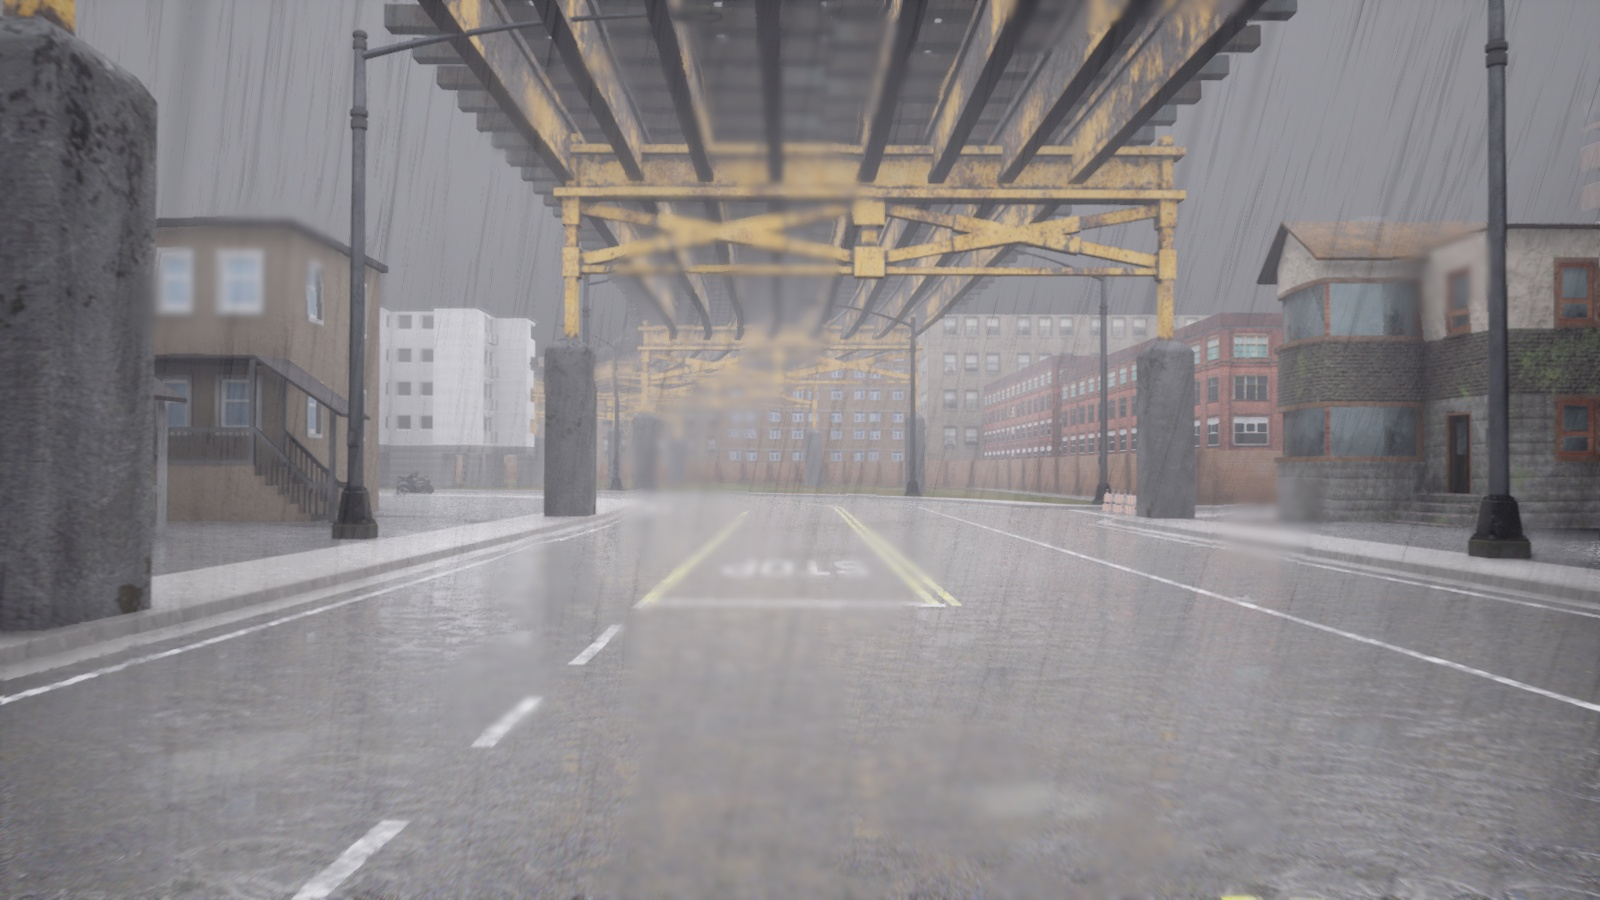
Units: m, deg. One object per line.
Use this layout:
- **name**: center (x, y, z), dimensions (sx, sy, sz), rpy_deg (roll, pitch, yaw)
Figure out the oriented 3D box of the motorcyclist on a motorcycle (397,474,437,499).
- **motorcyclist on a motorcycle**: center (-23.375, 2.226, 76.592), dimensions (2.191, 1.530, 0.866), rpy_deg (0, -1, 0)
